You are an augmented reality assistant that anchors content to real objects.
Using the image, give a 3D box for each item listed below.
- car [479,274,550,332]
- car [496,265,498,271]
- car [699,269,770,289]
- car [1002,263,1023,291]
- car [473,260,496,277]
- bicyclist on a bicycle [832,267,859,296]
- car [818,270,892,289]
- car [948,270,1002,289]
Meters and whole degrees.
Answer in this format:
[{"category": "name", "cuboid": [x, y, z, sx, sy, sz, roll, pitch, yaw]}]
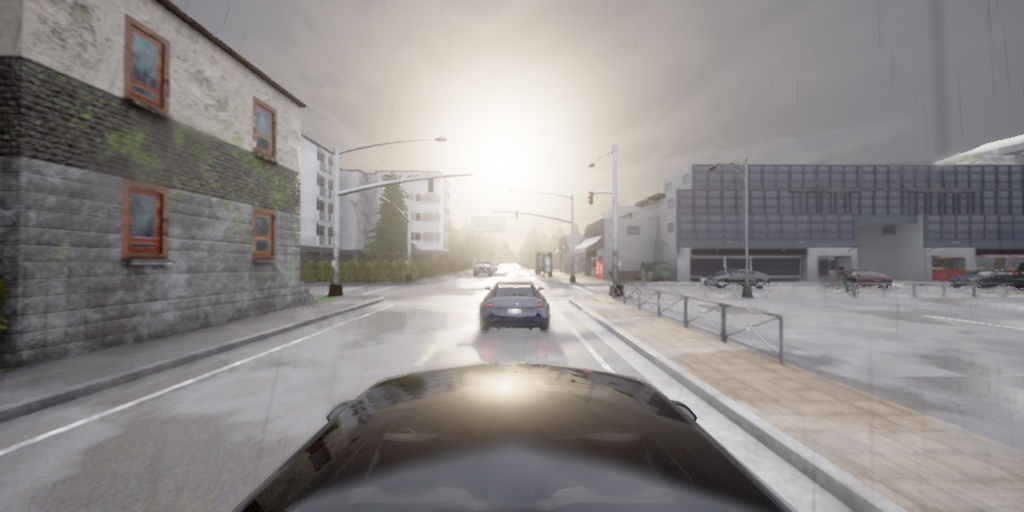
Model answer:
[{"category": "car", "cuboid": [0.078, 1.431, 11.347, 1.994, 1.385, 4.181, 0, -1, 0]}, {"category": "car", "cuboid": [-3.606, 1.999, 55.054, 1.895, 1.301, 4.718, 0, -1, 0]}, {"category": "car", "cuboid": [17.058, 1.732, 27.626, 4.902, 1.511, 2.128, 0, -1, 0]}, {"category": "car", "cuboid": [37.225, 1.417, 23.988, 5.566, 2.045, 2.150, 0, -1, 0]}, {"category": "car", "cuboid": [-3.613, 1.500, 45.167, 2.150, 2.045, 5.566, 0, -1, 0]}, {"category": "bicyclist on a bicycle", "cuboid": [18.707, 1.451, 20.150, 0.582, 1.620, 1.656, 0, -1, 0]}, {"category": "car", "cuboid": [26.423, 1.766, 27.646, 4.674, 1.442, 1.812, 0, -1, 0]}, {"category": "car", "cuboid": [36.733, 1.766, 27.660, 4.674, 1.442, 1.812, 0, -1, 0]}]
